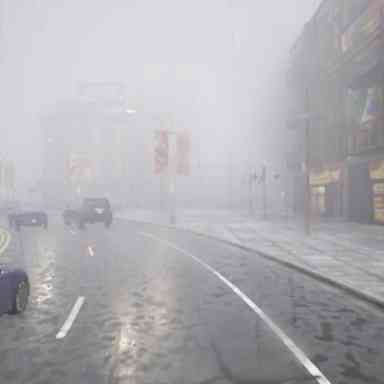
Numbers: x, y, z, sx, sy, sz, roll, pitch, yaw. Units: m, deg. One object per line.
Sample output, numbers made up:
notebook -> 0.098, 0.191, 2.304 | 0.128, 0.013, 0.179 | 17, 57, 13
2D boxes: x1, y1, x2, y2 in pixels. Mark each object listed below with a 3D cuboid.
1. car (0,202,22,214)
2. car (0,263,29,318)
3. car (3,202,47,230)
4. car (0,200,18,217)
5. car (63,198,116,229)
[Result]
car -> -23.434, 1.974, 41.267 | 4.718, 1.301, 1.895 | 0, -1, 30
car -> -3.924, 1.571, 4.648 | 1.812, 1.442, 4.674 | 0, 0, -7
car -> -11.360, 1.686, 22.835 | 1.882, 1.535, 5.008 | 1, -1, -36
car -> -19.939, 1.677, 35.318 | 4.553, 1.767, 2.097 | 0, -1, 35
car -> -7.445, 1.425, 23.504 | 2.150, 2.045, 5.566 | 0, -1, -35
